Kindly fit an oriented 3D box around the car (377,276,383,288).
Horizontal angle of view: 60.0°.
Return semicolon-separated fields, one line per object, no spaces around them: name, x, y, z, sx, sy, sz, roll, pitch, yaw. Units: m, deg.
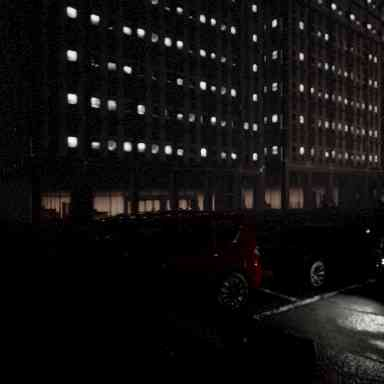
car;6.241;1.490;7.831;4.674;1.442;1.812;0;0;-35

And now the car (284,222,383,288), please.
car;3.563;1.535;9.105;4.313;1.339;1.947;0;0;-36

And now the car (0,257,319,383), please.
car;-1.218;1.600;2.493;4.718;1.301;1.895;0;0;-36

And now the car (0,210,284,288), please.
car;-0.934;1.306;5.897;5.009;1.841;2.192;0;0;-36
